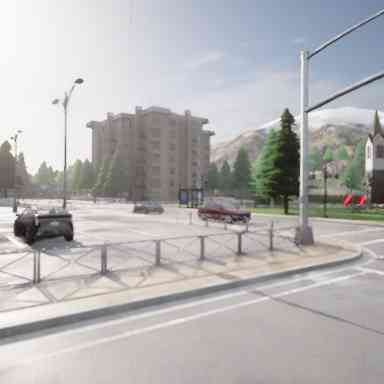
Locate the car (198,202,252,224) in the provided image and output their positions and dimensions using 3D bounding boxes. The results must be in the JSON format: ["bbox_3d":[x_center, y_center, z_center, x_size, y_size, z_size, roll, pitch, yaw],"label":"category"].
[{"bbox_3d":[2.514,1.594,26.264,1.882,1.535,5.008,0,0,-36],"label":"car"}]

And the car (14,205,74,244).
[{"bbox_3d":[-6.737,1.361,15.041,2.007,1.523,4.514,0,0,-36],"label":"car"}]

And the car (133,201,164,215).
[{"bbox_3d":[-4.734,1.679,36.127,1.994,1.385,4.181,0,0,-36],"label":"car"}]
